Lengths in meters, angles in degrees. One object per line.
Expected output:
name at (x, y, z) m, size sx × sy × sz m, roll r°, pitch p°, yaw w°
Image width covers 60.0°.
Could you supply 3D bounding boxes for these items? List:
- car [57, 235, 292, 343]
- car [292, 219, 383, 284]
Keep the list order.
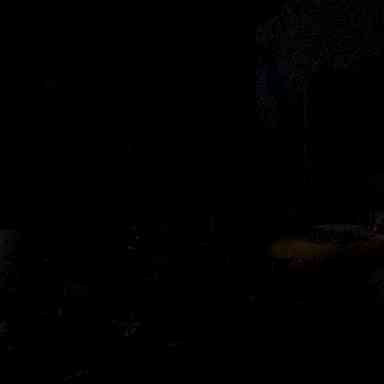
car at (-0.279, 1.566, 6.469) m, size 4.313 × 1.339 × 1.947 m, roll 0°, pitch 0°, yaw -36°
car at (3.992, 1.526, 9.552) m, size 4.829 × 1.417 × 1.752 m, roll 0°, pitch 0°, yaw -36°
